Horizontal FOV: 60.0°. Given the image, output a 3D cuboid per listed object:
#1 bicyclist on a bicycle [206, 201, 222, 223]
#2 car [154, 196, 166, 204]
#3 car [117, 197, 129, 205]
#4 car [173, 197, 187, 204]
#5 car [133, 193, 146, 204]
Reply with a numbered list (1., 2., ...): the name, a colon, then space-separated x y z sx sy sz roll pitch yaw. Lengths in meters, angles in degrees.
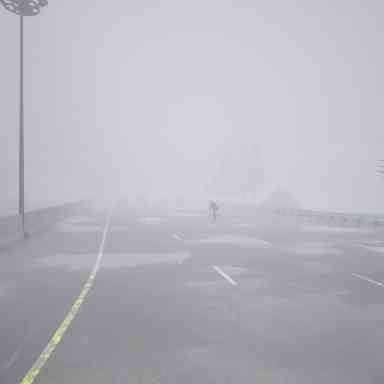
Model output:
1. bicyclist on a bicycle: 1.583 1.454 24.560 0.582 1.620 1.656 0 -2 -41
2. car: -5.995 1.545 62.658 2.033 1.411 5.357 0 0 -12
3. car: -12.282 1.546 58.893 2.033 1.411 5.357 0 0 -15
4. car: -2.248 1.546 61.987 2.033 1.411 5.357 0 0 -12
5. car: -10.326 1.219 65.863 2.150 2.045 5.566 0 0 -13
